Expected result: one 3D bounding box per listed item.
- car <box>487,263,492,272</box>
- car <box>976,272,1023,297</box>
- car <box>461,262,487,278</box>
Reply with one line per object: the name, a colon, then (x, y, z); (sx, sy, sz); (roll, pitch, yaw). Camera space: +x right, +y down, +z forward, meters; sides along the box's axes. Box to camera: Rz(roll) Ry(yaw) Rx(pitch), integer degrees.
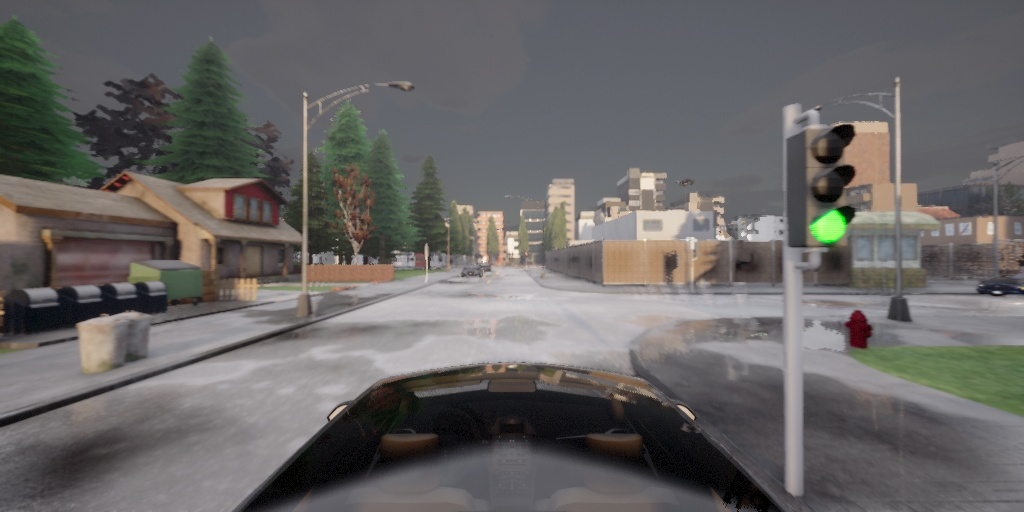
car: (-4.038, 1.679, 53.924); (2.033, 1.411, 5.357); (0, 0, 1)
car: (26.691, 1.418, 17.773); (5.357, 1.411, 2.033); (0, 0, 0)
car: (-4.083, 1.574, 37.321); (1.994, 1.385, 4.181); (0, 0, 0)
